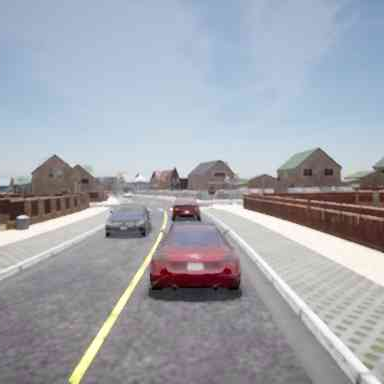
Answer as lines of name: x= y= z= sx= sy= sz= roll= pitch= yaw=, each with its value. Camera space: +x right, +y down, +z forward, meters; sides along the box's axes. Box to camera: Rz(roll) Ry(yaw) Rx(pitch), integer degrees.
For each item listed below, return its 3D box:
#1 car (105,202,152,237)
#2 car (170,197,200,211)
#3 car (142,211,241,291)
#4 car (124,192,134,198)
car: x=-3.016 y=1.268 z=16.552 sx=1.812 sy=1.442 sz=4.674 roll=0 pitch=1 yaw=-2
car: x=-0.500 y=1.108 z=23.897 sx=1.882 sy=1.535 sz=5.008 roll=0 pitch=1 yaw=-4
car: x=0.066 y=1.426 z=8.630 sx=1.994 sy=1.385 sz=4.181 roll=0 pitch=1 yaw=0
car: x=-14.846 y=0.624 z=78.311 sx=1.812 sy=1.442 sz=4.674 roll=-1 pitch=1 yaw=-19
